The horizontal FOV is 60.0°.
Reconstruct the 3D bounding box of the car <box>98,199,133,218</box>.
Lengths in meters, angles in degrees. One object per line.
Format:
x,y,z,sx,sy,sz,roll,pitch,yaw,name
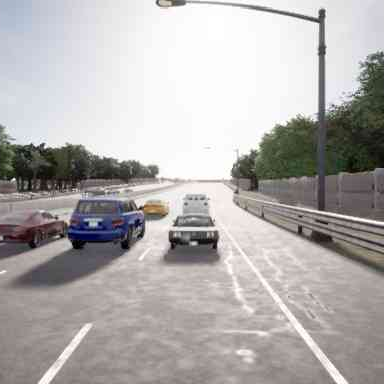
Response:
-6.629,1.393,29.228,1.994,1.385,4.181,0,1,1,car

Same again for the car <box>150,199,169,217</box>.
-3.130,1.305,29.140,1.882,1.535,5.008,0,1,1,car

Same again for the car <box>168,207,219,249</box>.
0.091,1.559,14.244,1.895,1.301,4.718,0,0,1,car

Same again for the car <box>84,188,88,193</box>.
-24.785,-0.406,81.335,1.812,1.442,4.674,0,2,1,car

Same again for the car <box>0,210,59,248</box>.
-6.909,1.476,14.301,1.812,1.442,4.674,0,0,1,car

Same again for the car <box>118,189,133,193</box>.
-14.965,-0.017,77.425,1.837,1.490,4.892,0,2,4,car

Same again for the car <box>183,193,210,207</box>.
0.369,1.077,29.080,2.150,2.045,5.566,0,1,1,car

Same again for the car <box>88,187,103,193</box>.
-21.950,-0.162,77.882,2.097,1.767,4.553,0,2,4,car

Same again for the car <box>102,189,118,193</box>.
-18.457,0.023,77.643,2.033,1.411,5.357,0,2,4,car

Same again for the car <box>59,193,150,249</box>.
-3.409,1.200,14.286,2.150,2.045,5.566,0,0,1,car
